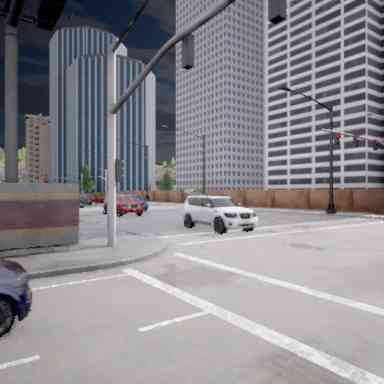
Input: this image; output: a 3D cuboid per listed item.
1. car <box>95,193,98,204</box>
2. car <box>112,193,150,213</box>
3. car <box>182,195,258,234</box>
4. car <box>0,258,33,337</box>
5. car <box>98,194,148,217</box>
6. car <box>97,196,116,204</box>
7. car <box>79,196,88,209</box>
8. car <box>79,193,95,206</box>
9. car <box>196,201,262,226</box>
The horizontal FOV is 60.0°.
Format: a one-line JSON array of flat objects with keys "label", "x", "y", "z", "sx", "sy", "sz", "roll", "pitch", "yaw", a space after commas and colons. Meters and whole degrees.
[{"label": "car", "x": -19.163, "y": 1.222, "z": 61.829, "sx": 2.150, "sy": 2.045, "sz": 5.566, "roll": 0, "pitch": 0, "yaw": -35}, {"label": "car", "x": -7.114, "y": 1.217, "z": 38.316, "sx": 2.150, "sy": 2.045, "sz": 5.566, "roll": 0, "pitch": 1, "yaw": -35}, {"label": "car", "x": 1.434, "y": 1.221, "z": 19.624, "sx": 2.150, "sy": 2.045, "sz": 5.566, "roll": 0, "pitch": 0, "yaw": -31}, {"label": "car", "x": -4.693, "y": 1.564, "z": 4.947, "sx": 4.181, "sy": 1.385, "sz": 1.994, "roll": 0, "pitch": 0, "yaw": -36}, {"label": "car", "x": -6.630, "y": 1.222, "z": 31.560, "sx": 2.150, "sy": 2.045, "sz": 5.566, "roll": 0, "pitch": 0, "yaw": -35}, {"label": "car", "x": -16.571, "y": 1.547, "z": 64.210, "sx": 2.033, "sy": 1.411, "sz": 5.357, "roll": 0, "pitch": 0, "yaw": -34}, {"label": "car", "x": -15.980, "y": 1.563, "z": 44.866, "sx": 1.994, "sy": 1.385, "sz": 4.181, "roll": 0, "pitch": 0, "yaw": -35}, {"label": "car", "x": -18.097, "y": 1.243, "z": 54.069, "sx": 2.150, "sy": 2.045, "sz": 5.566, "roll": 0, "pitch": 0, "yaw": -35}, {"label": "car", "x": 2.616, "y": 1.491, "z": 24.512, "sx": 2.128, "sy": 1.511, "sz": 4.902, "roll": 0, "pitch": 0, "yaw": -35}]
